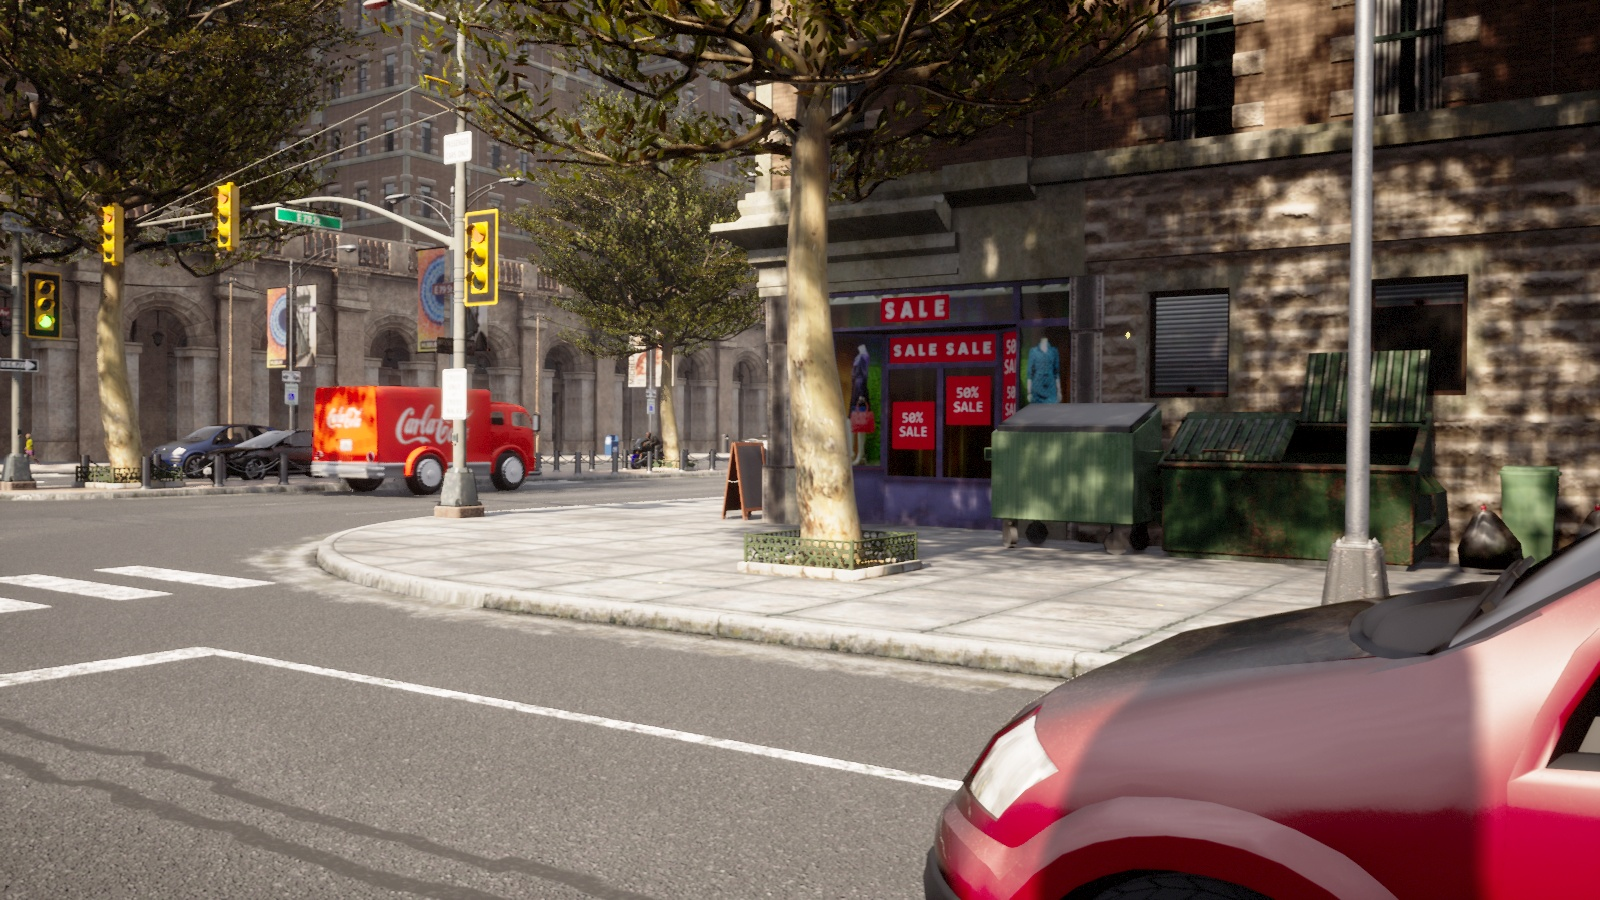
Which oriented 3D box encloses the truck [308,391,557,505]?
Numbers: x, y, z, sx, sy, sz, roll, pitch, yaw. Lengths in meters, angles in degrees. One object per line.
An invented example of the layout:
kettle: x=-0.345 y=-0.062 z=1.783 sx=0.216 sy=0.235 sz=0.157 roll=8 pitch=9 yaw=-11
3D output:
truck: x=-8.661 y=-0.078 z=30.088 sx=2.627 sy=2.467 sz=5.204 roll=0 pitch=1 yaw=34

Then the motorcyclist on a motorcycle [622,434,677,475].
motorcyclist on a motorcycle: x=-5.814 y=0.168 z=48.670 sx=0.866 sy=1.530 sz=2.191 roll=0 pitch=1 yaw=34

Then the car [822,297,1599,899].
car: x=2.223 y=0.580 z=2.144 sx=3.988 sy=1.617 sz=1.851 roll=0 pitch=1 yaw=34

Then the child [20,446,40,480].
child: x=-26.140 y=0.442 z=42.641 sx=0.299 sy=1.160 sz=0.473 roll=0 pitch=1 yaw=34

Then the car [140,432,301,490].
car: x=-17.345 y=0.286 z=37.766 sx=1.851 sy=1.617 sz=3.988 roll=0 pitch=1 yaw=35

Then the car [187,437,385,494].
car: x=-14.498 y=0.389 z=35.668 sx=2.163 sy=1.488 sz=4.792 roll=0 pitch=1 yaw=35
